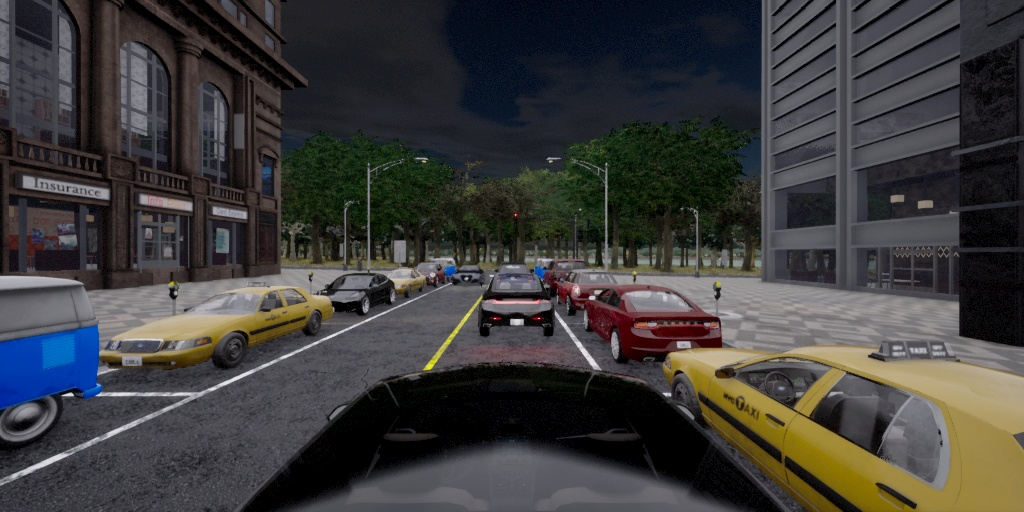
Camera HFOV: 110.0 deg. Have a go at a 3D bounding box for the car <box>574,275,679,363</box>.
[{"bbox_3d":[2.772,1.295,8.002,1.888,1.381,4.507,0,0,0],"label":"car"}]

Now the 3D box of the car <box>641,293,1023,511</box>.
[{"bbox_3d":[2.763,1.275,2.734,1.751,1.417,4.829,0,0,0],"label":"car"}]

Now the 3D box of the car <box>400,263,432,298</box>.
[{"bbox_3d":[-5.737,1.277,18.720,1.751,1.417,4.829,0,0,0],"label":"car"}]

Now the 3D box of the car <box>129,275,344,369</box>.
[{"bbox_3d":[-5.754,1.275,7.845,1.751,1.417,4.829,0,0,0],"label":"car"}]

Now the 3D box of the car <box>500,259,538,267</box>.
[{"bbox_3d":[0.128,1.103,19.281,2.097,1.767,4.553,0,0,1],"label":"car"}]

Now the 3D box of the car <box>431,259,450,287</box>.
[{"bbox_3d":[-5.728,1.192,24.327,1.967,1.591,4.097,0,0,0],"label":"car"}]

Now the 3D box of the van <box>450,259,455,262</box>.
[{"bbox_3d":[-5.719,1.094,29.765,1.690,1.789,3.998,0,0,0],"label":"van"}]

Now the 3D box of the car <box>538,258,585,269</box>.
[{"bbox_3d":[2.789,1.066,18.877,2.192,1.841,5.009,0,0,0],"label":"car"}]

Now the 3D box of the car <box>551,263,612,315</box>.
[{"bbox_3d":[2.780,1.190,13.439,1.967,1.591,4.097,0,0,0],"label":"car"}]

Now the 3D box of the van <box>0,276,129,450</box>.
[{"bbox_3d":[-5.762,1.091,2.578,1.690,1.789,3.998,0,0,0],"label":"van"}]

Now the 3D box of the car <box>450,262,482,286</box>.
[{"bbox_3d":[-2.978,1.317,25.540,1.994,1.385,4.181,0,0,1],"label":"car"}]

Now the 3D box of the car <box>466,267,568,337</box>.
[{"bbox_3d":[0.114,1.242,10.316,2.128,1.511,4.902,0,0,0],"label":"car"}]

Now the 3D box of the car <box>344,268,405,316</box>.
[{"bbox_3d":[-5.745,1.316,13.452,1.948,1.339,4.313,0,0,0],"label":"car"}]
